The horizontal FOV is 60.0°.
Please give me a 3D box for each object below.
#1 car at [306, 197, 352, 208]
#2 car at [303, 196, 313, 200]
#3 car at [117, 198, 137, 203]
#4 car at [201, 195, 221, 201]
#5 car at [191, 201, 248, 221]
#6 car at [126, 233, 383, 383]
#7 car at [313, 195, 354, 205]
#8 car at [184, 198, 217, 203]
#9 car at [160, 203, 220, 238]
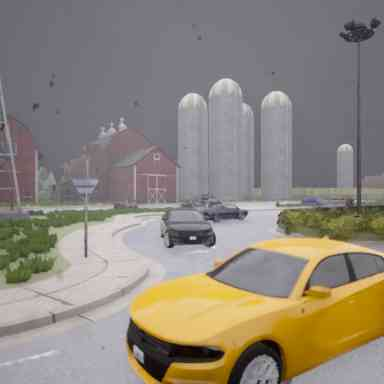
[{"bbox_3d":[14.083,1.564,34.240,4.181,1.385,1.994,0,0,-35],"label":"car"},{"bbox_3d":[22.783,1.480,62.252,2.242,1.667,4.611,0,0,-34],"label":"car"},{"bbox_3d":[-8.055,1.506,40.577,1.816,1.474,4.193,0,0,-34],"label":"car"},{"bbox_3d":[2.771,1.313,48.633,1.905,1.878,3.866,0,0,-34],"label":"car"},{"bbox_3d":[2.202,1.601,25.128,1.895,1.301,4.718,0,0,43],"label":"car"},{"bbox_3d":[1.501,1.478,4.969,5.008,1.535,1.882,0,0,-34],"label":"car"},{"bbox_3d":[18.653,1.310,43.409,1.932,1.855,4.605,0,0,-34],"label":"car"},{"bbox_3d":[0.169,1.521,30.613,1.784,1.438,3.905,0,0,-34],"label":"car"},{"bbox_3d":[-0.364,1.478,15.043,1.882,1.535,5.008,0,0,-9],"label":"car"}]
